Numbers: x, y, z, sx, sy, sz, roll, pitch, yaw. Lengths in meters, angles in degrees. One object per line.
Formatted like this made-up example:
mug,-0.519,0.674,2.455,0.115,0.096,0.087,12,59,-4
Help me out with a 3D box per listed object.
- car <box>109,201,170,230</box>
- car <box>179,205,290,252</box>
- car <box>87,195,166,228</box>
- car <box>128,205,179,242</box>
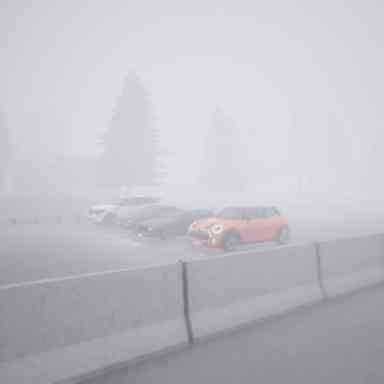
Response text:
car,-2.065,1.507,19.714,4.892,1.490,1.837,0,0,-36
car,2.021,1.354,14.030,4.553,1.767,2.097,0,0,-35
car,-4.181,1.223,22.502,5.566,2.045,2.150,0,0,-35
car,-0.192,1.550,16.752,5.357,1.411,2.033,0,0,-35
